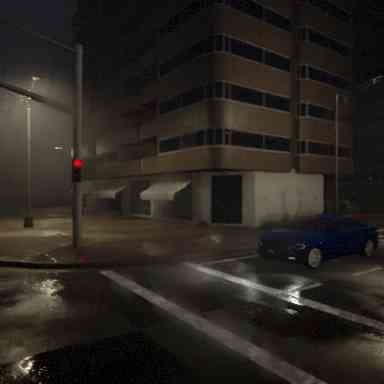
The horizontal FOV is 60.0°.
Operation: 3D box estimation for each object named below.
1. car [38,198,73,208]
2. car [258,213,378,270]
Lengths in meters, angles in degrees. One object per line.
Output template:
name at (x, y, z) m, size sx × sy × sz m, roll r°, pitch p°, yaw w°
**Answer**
car at (-19.337, 1.515, 47.549) m, size 2.033 × 1.411 × 5.357 m, roll 0°, pitch 0°, yaw 20°
car at (4.443, 1.531, 11.486) m, size 5.008 × 1.535 × 1.882 m, roll 0°, pitch 0°, yaw -35°
